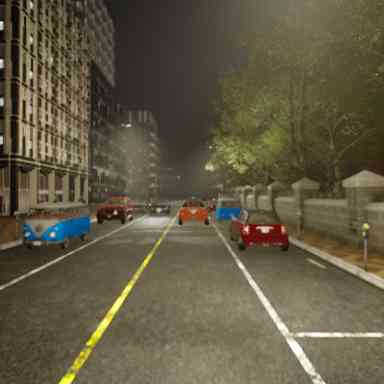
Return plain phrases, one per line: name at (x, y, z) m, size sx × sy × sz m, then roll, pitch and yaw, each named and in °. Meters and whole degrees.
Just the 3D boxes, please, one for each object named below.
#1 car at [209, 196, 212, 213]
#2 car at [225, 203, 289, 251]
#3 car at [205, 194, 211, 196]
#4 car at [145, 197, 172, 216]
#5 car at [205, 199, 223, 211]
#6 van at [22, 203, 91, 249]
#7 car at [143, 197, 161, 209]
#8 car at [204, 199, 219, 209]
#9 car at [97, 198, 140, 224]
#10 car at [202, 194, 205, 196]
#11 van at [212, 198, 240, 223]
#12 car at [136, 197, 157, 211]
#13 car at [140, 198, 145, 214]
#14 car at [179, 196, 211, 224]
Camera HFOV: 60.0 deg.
car at (2.728, 1.493, 36.152) m, size 1.967 × 1.590 × 4.097 m, roll 1°, pitch 0°, yaw 0°
car at (2.709, 1.466, 14.238) m, size 1.967 × 1.590 × 4.097 m, roll 1°, pitch 0°, yaw 0°
car at (2.753, 1.381, 63.547) m, size 2.192 × 1.841 × 5.009 m, roll 1°, pitch 0°, yaw 0°
car at (-3.070, 1.542, 33.307) m, size 2.128 × 1.511 × 4.902 m, roll 0°, pitch 0°, yaw 0°
car at (2.732, 1.624, 41.632) m, size 1.947 × 1.339 × 4.313 m, roll 1°, pitch 0°, yaw 0°
van at (-5.670, 1.366, 14.293) m, size 1.690 × 1.788 × 3.998 m, roll 1°, pitch 0°, yaw 0°
car at (-5.643, 1.500, 47.139) m, size 1.967 × 1.590 × 4.097 m, roll 1°, pitch 0°, yaw 0°
car at (2.736, 1.643, 47.110) m, size 1.802 × 1.307 × 4.206 m, roll 1°, pitch 0°, yaw 0°
car at (-5.660, 1.356, 25.241) m, size 2.192 × 1.841 × 5.009 m, roll 1°, pitch 0°, yaw 0°
car at (0.134, 1.409, 41.486) m, size 2.097 × 1.767 × 4.553 m, roll 0°, pitch 0°, yaw 0°
van at (2.720, 1.383, 25.196) m, size 1.690 × 1.788 × 3.998 m, roll 1°, pitch 0°, yaw 0°
car at (-5.647, 1.497, 41.665) m, size 1.967 × 1.590 × 4.097 m, roll 1°, pitch 0°, yaw 0°
car at (-5.653, 1.603, 36.190) m, size 2.008 × 1.369 × 4.403 m, roll 1°, pitch 0°, yaw 0°
car at (0.118, 1.394, 25.045) m, size 2.097 × 1.767 × 4.553 m, roll 0°, pitch 0°, yaw 0°
